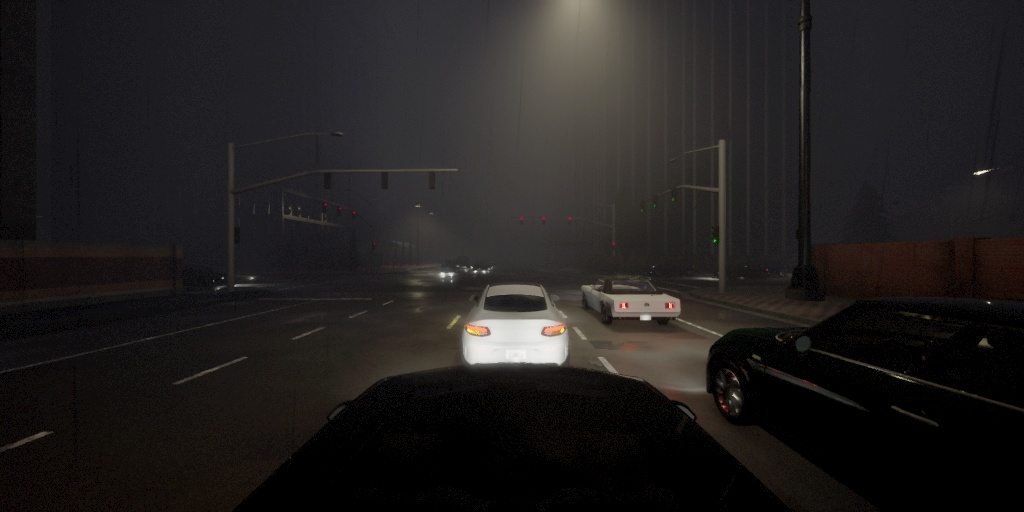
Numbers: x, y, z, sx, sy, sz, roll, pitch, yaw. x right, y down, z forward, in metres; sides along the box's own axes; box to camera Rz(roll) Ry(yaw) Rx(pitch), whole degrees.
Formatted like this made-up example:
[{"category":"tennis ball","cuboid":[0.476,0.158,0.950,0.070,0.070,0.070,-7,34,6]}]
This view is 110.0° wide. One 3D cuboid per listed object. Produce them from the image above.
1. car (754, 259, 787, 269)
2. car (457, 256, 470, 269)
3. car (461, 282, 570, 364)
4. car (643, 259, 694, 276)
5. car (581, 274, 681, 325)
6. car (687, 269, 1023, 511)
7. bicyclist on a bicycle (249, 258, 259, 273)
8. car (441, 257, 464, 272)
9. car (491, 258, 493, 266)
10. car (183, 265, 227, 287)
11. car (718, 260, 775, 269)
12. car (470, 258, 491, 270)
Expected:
[{"category":"car","cuboid":[24.228,1.097,35.207,4.553,1.767,2.097,0,0,-1]},{"category":"car","cuboid":[-8.033,0.966,58.298,2.150,2.045,5.566,0,0,-1]},{"category":"car","cuboid":[0.058,1.275,7.554,1.812,1.442,4.674,0,0,0]},{"category":"car","cuboid":[15.336,1.097,35.125,4.553,1.767,2.097,0,0,0]},{"category":"car","cuboid":[3.562,1.349,11.772,1.895,1.301,4.718,0,0,0]},{"category":"car","cuboid":[3.599,1.102,2.870,2.097,1.767,4.553,0,0,0]},{"category":"bicyclist on a bicycle","cuboid":[-28.411,1.045,39.488,0.582,1.620,1.656,0,0,-1]},{"category":"car","cuboid":[-7.895,1.235,46.226,2.128,1.511,4.902,0,0,1]},{"category":"car","cuboid":[-4.551,1.267,59.408,1.812,1.442,4.674,0,0,-1]},{"category":"car","cuboid":[-21.417,1.311,24.068,4.181,1.385,1.994,0,0,0]},{"category":"car","cuboid":[20.187,1.310,31.671,4.181,1.385,1.994,0,0,-1]},{"category":"car","cuboid":[-4.427,1.307,50.793,1.994,1.385,4.181,0,0,-1]}]
